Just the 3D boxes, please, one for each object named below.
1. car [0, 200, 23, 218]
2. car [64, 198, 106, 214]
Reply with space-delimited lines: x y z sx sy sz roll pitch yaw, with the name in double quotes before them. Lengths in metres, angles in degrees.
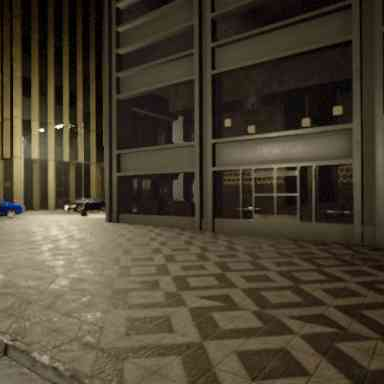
"car" -16.291 1.394 26.599 1.882 1.535 5.008 -1 0 37
"car" -10.807 1.368 34.315 2.128 1.511 4.902 -1 0 35
